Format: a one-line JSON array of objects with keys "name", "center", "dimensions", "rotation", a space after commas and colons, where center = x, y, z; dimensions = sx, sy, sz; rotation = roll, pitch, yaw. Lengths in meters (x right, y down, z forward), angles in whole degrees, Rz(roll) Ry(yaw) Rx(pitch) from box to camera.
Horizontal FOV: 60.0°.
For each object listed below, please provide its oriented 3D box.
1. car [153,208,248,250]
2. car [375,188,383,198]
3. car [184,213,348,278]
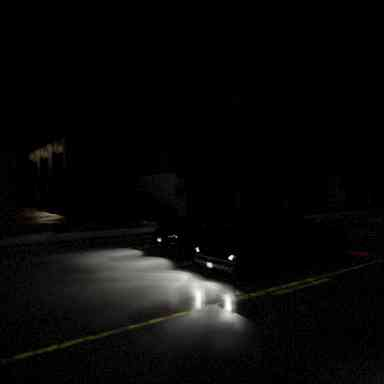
[{"name": "car", "center": [0.816, 1.435, 13.176], "dimensions": [4.892, 1.490, 1.837], "rotation": [-1, 0, -36]}, {"name": "car", "center": [30.156, 0.101, 53.004], "dimensions": [3.806, 1.475, 1.970], "rotation": [-3, 2, -35]}, {"name": "car", "center": [2.621, 1.480, 10.165], "dimensions": [5.357, 1.411, 2.033], "rotation": [-1, 0, -36]}]
